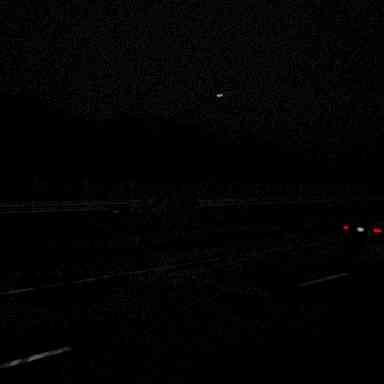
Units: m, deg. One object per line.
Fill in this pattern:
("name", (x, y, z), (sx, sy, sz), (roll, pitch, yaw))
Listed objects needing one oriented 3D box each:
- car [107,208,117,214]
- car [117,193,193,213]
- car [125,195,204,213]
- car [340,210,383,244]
("car", (-4.397, 1.438, 26.549), (4.674, 1.442, 1.812), (0, 0, -35))
("car", (-2.169, 1.133, 23.838), (5.566, 2.045, 2.150), (0, 0, -35))
("car", (-1.338, 1.274, 20.145), (4.553, 1.767, 2.097), (0, 0, -35))
("car", (8.378, 1.448, 13.880), (5.357, 1.411, 2.033), (0, 0, -34))
